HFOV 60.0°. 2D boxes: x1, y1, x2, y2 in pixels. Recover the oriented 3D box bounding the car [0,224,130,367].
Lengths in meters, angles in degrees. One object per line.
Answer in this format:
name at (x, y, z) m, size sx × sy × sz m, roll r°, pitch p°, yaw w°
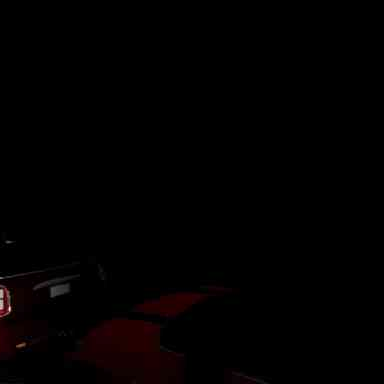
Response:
car at (-3.523, 1.352, 5.764) m, size 4.553 × 1.767 × 2.185 m, roll 0°, pitch 0°, yaw 36°
